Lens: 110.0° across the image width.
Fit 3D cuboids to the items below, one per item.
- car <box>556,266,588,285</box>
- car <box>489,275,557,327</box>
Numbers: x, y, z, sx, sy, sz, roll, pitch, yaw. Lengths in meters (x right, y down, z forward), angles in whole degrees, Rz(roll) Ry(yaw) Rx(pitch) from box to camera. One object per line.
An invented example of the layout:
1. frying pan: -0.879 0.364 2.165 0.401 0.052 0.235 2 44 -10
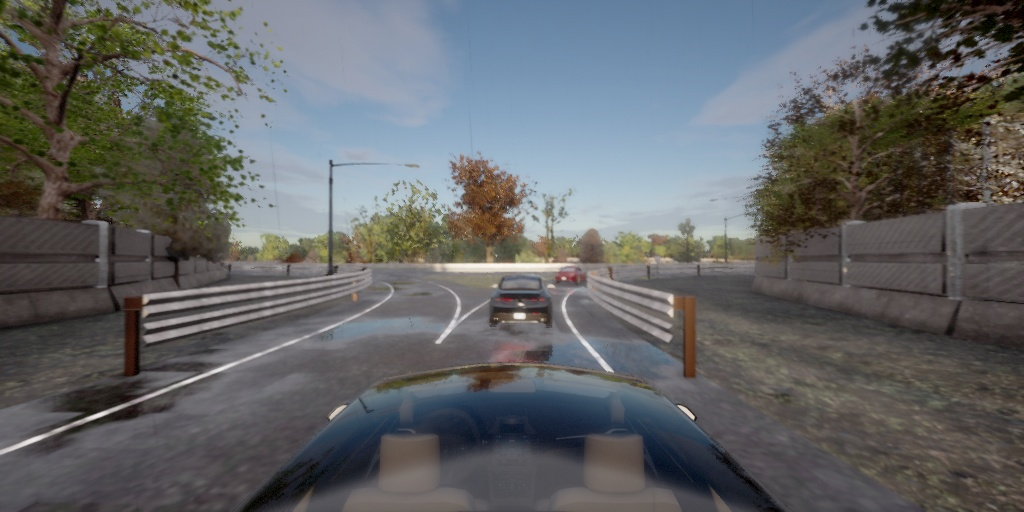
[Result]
1. car: 4.928 1.558 29.216 1.812 1.442 4.674 0 -1 26
2. car: 0.364 1.362 11.953 1.837 1.490 4.892 0 0 4
